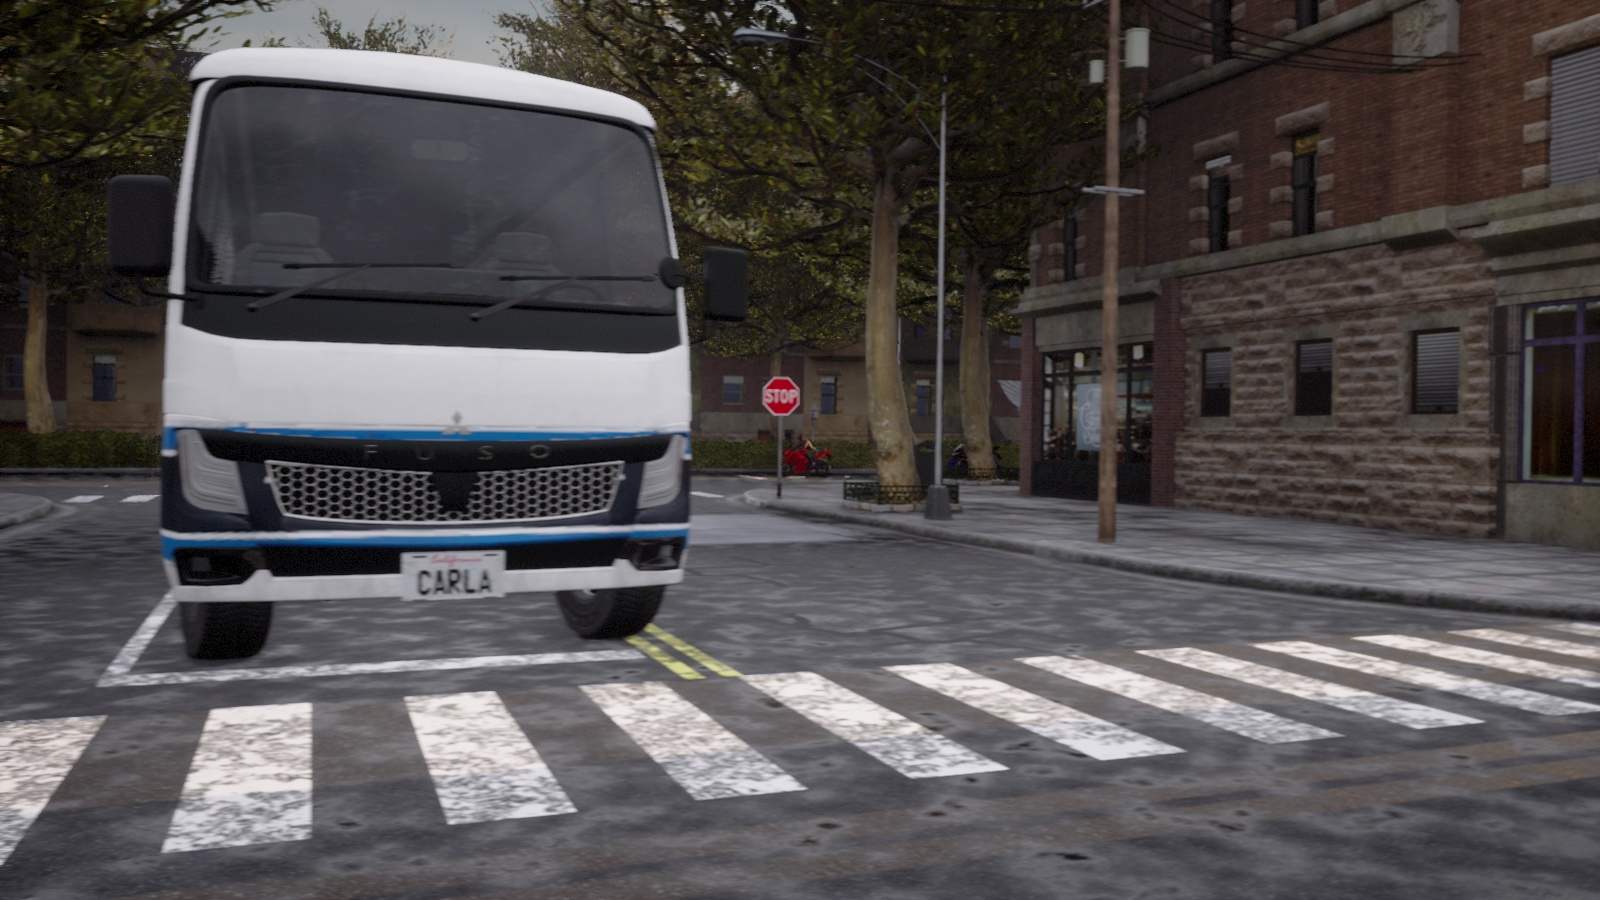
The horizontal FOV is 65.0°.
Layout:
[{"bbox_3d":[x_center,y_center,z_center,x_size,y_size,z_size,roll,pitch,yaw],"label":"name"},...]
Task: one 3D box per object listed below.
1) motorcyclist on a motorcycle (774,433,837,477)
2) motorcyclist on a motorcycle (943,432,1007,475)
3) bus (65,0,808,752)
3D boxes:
[{"bbox_3d":[0.178,0.161,43.969,2.044,1.523,0.797,-1,1,-22],"label":"motorcyclist on a motorcycle"},{"bbox_3d":[6.454,0.118,46.393,2.191,1.530,0.866,-1,1,-21],"label":"motorcyclist on a motorcycle"},{"bbox_3d":[-3.810,-0.703,11.693,3.944,4.253,10.273,-1,1,-23],"label":"bus"}]
